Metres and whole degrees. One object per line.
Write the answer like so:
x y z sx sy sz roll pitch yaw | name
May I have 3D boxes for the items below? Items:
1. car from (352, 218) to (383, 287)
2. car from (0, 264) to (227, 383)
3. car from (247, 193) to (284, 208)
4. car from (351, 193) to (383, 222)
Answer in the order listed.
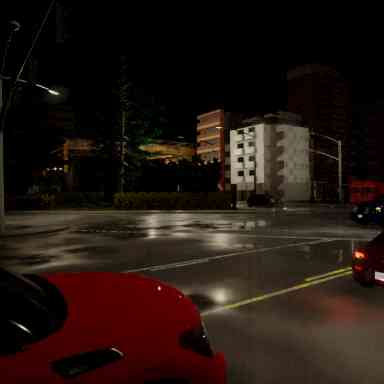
5.544 1.433 7.715 4.674 1.442 1.812 -1 1 -35 | car
-2.355 1.222 2.061 5.566 2.045 2.150 0 0 -35 | car
8.616 0.943 39.342 2.097 1.767 4.553 -1 1 -35 | car
12.113 0.963 19.402 5.566 2.045 2.150 -1 0 -15 | car
